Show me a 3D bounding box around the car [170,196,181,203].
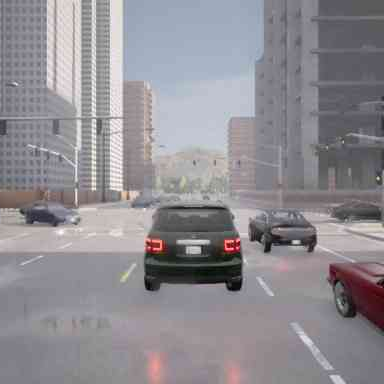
[{"bbox_3d":[-3.492,1.553,71.365,1.994,1.385,4.181,0,0,1],"label":"car"}]

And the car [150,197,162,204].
[{"bbox_3d":[-7.090,1.601,66.197,1.895,1.301,4.718,0,0,1],"label":"car"}]

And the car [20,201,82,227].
[{"bbox_3d":[-9.498,1.526,22.604,4.674,1.442,1.812,0,-1,35],"label":"car"}]

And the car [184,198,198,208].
[{"bbox_3d":[-0.137,1.601,50.441,1.895,1.301,4.718,0,0,0],"label":"car"}]

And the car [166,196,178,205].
[{"bbox_3d":[-3.684,1.505,61.600,1.837,1.490,4.892,0,0,1],"label":"car"}]

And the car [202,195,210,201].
[{"bbox_3d":[3.760,1.500,89.849,1.837,1.490,4.892,0,0,1],"label":"car"}]

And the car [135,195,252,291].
[{"bbox_3d":[0.034,1.221,9.149,2.150,2.045,5.566,0,0,0],"label":"car"}]

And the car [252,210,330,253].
[{"bbox_3d":[3.540,1.492,13.726,2.128,1.511,4.902,0,0,0],"label":"car"}]

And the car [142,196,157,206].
[{"bbox_3d":[-7.271,1.505,56.856,1.837,1.490,4.892,0,0,1],"label":"car"}]

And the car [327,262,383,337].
[{"bbox_3d":[3.590,1.601,4.472,1.895,1.301,4.718,0,0,0],"label":"car"}]

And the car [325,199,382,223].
[{"bbox_3d":[12.974,1.505,24.887,4.892,1.490,1.837,0,0,0],"label":"car"}]

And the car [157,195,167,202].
[{"bbox_3d":[-6.922,1.497,76.516,1.837,1.490,4.892,0,0,1],"label":"car"}]

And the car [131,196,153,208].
[{"bbox_3d":[-7.381,1.352,47.955,2.097,1.767,4.553,0,0,1],"label":"car"}]
